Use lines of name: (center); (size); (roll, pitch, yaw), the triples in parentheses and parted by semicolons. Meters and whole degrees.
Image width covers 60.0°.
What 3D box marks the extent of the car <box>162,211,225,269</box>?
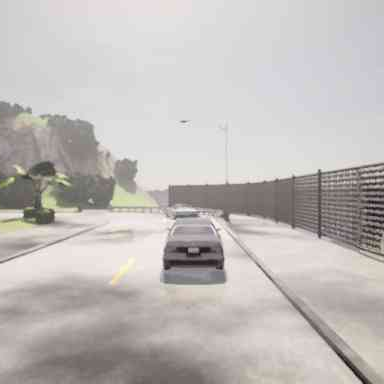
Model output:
car: (0.054, 1.583, 11.271); (2.033, 1.411, 5.357); (0, 0, 0)

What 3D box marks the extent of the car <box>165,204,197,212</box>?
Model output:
car: (-1.061, 1.694, 29.347); (1.895, 1.301, 4.718); (0, 0, -17)
